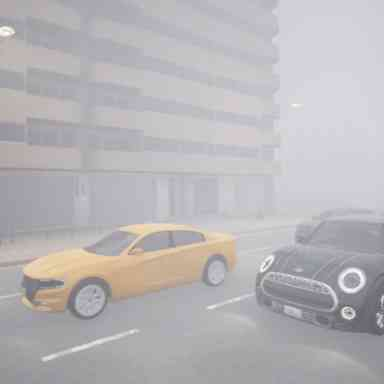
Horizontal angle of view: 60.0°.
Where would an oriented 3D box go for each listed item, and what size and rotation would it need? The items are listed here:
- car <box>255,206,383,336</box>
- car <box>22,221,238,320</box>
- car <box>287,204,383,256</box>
[{"bbox_3d":[3.353,1.292,6.738,4.553,1.767,2.097,-1,0,-39],"label":"car"},{"bbox_3d":[-1.120,1.493,7.636,5.008,1.535,1.882,-1,0,-39],"label":"car"},{"bbox_3d":[6.173,1.361,13.474,5.008,1.535,1.882,-1,0,-39],"label":"car"}]
